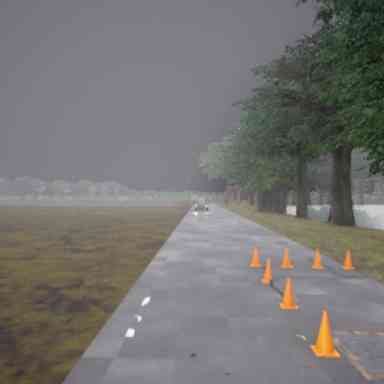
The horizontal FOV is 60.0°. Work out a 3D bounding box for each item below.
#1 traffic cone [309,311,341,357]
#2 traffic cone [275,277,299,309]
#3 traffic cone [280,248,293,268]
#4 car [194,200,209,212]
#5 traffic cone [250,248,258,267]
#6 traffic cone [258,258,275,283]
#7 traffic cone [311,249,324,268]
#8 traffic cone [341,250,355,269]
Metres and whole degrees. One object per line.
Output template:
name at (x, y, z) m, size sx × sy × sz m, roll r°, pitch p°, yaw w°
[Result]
traffic cone at (1.955, 2.050, 4.898) m, size 0.340 × 0.580 × 0.340 m, roll 1°, pitch -1°, yaw 1°
traffic cone at (2.000, 2.072, 6.898) m, size 0.340 × 0.580 × 0.340 m, roll 1°, pitch -1°, yaw 1°
traffic cone at (3.090, 2.140, 10.874) m, size 0.340 × 0.580 × 0.340 m, roll 1°, pitch -1°, yaw 1°
car at (1.380, 2.006, 49.056) m, size 2.097 × 1.767 × 4.553 m, roll 1°, pitch -1°, yaw 1°
traffic cone at (2.090, 2.118, 10.897) m, size 0.340 × 0.580 × 0.340 m, roll 1°, pitch -1°, yaw 1°
traffic cone at (2.045, 2.095, 8.897) m, size 0.340 × 0.580 × 0.340 m, roll 1°, pitch -1°, yaw 1°
traffic cone at (4.089, 2.162, 10.851) m, size 0.340 × 0.580 × 0.340 m, roll 1°, pitch -1°, yaw 1°
traffic cone at (5.089, 2.184, 10.828) m, size 0.340 × 0.580 × 0.340 m, roll 1°, pitch -1°, yaw 1°
